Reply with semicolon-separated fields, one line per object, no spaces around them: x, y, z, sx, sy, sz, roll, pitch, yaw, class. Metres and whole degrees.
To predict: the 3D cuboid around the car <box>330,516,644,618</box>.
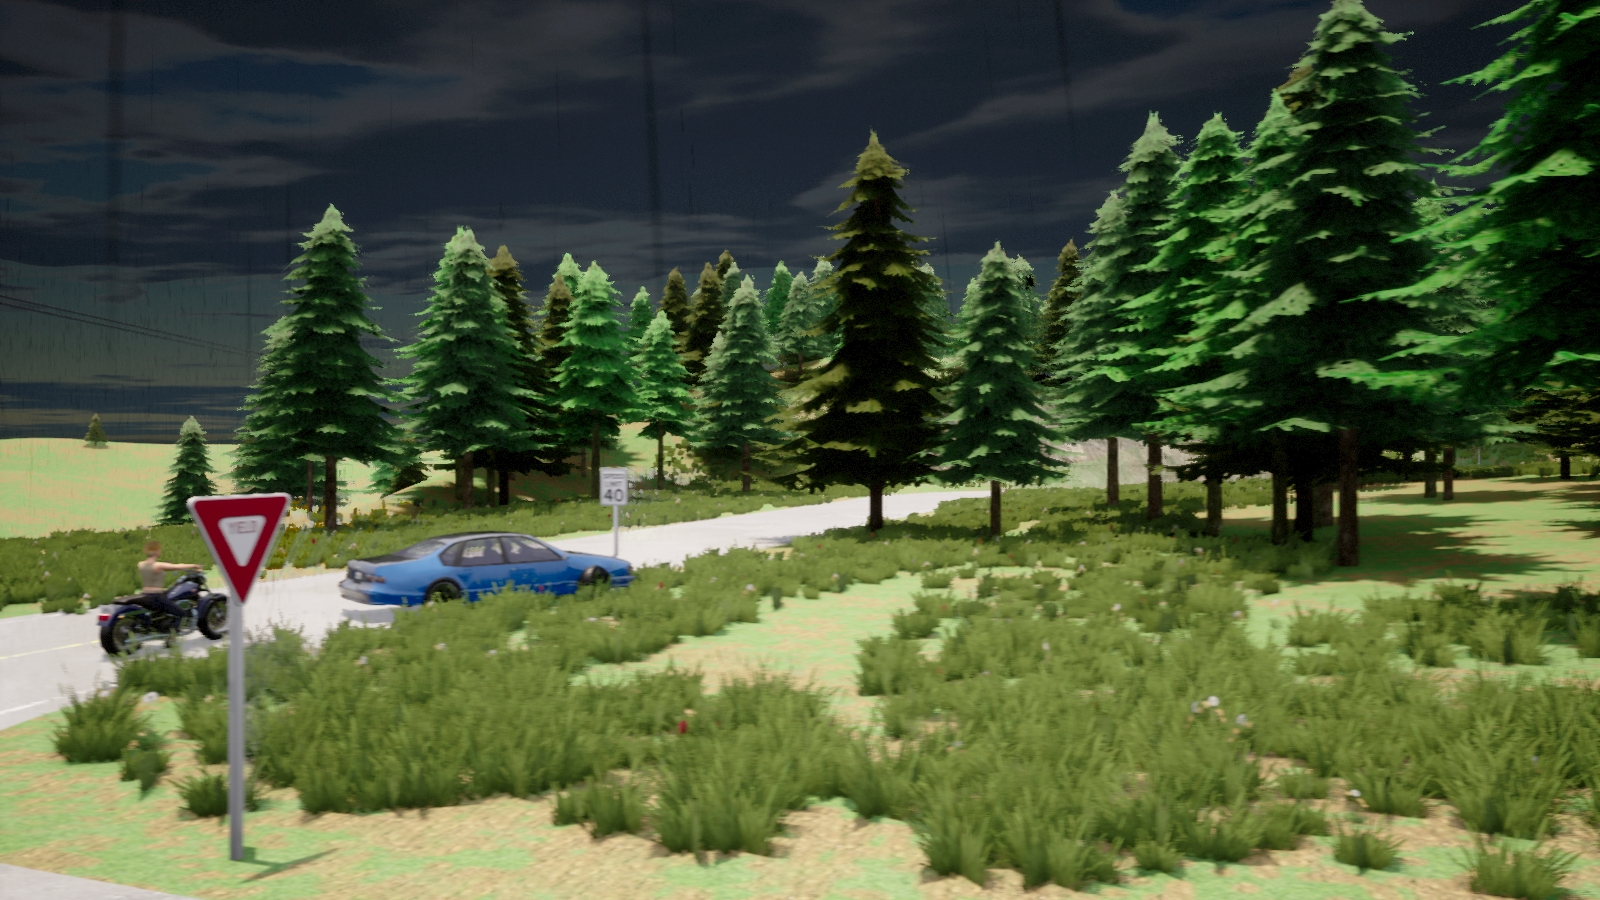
-5.796;2.107;21.627;5.357;1.411;2.033;0;0;-39;car
